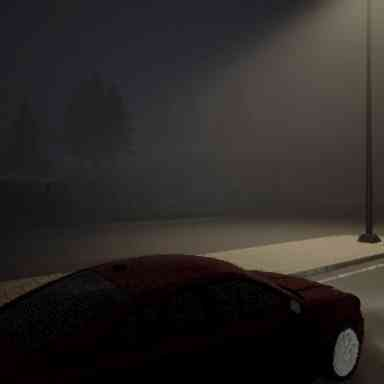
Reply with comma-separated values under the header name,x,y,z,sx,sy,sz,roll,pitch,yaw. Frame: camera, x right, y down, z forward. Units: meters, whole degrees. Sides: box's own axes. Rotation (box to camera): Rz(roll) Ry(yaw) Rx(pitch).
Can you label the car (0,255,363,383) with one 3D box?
name,x,y,z,sx,sy,sz,roll,pitch,yaw
car,-0.035,1.474,3.721,5.008,1.535,1.882,0,0,-36
